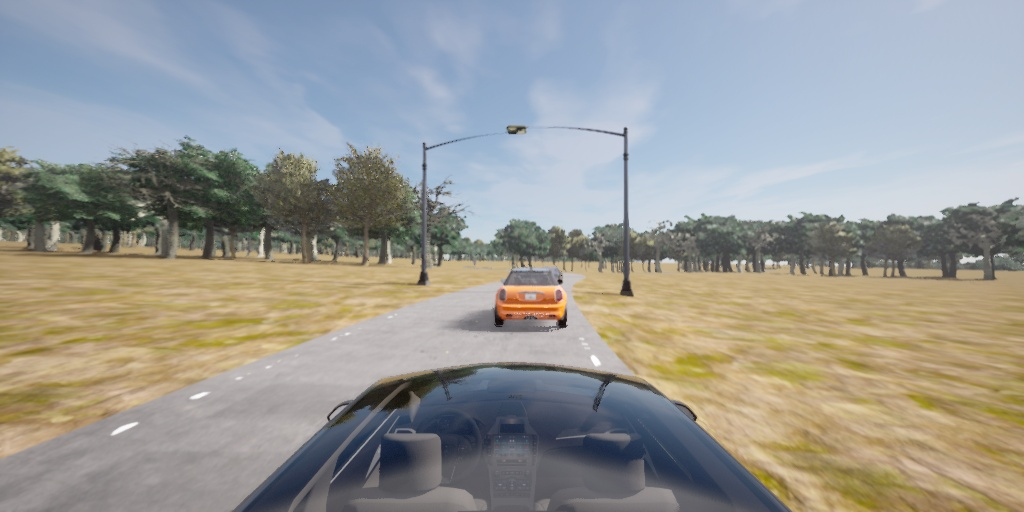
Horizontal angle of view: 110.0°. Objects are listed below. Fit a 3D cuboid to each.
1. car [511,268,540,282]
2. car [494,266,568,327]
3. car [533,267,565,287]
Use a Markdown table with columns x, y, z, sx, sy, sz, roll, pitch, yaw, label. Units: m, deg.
| x | y | z | sx | sy | sz | roll | pitch | yaw | label |
| --- | --- | --- | --- | --- | --- | --- | --- | --- | --- |
| 1.436 | 1.826 | 36.003 | 1.895 | 1.301 | 4.718 | 0 | -2 | 14 | car |
| 0.659 | 1.160 | 12.001 | 2.097 | 1.767 | 4.553 | 0 | -1 | 4 | car |
| 3.093 | 1.612 | 29.057 | 2.033 | 1.411 | 5.357 | 0 | -1 | 12 | car |
